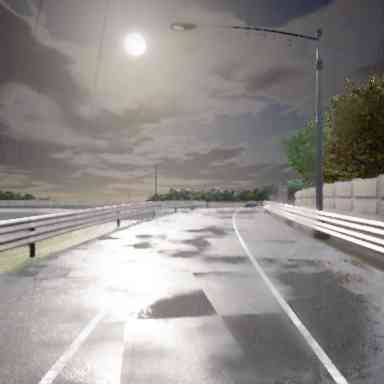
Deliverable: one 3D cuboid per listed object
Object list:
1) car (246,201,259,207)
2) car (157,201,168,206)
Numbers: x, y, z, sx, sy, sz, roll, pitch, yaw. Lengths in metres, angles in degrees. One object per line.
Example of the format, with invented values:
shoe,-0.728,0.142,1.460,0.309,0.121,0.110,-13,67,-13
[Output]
car,16.050,3.226,88.251,2.097,1.767,4.553,-1,-3,36
car,-6.110,2.518,66.209,4.181,1.385,1.994,2,-3,-37
